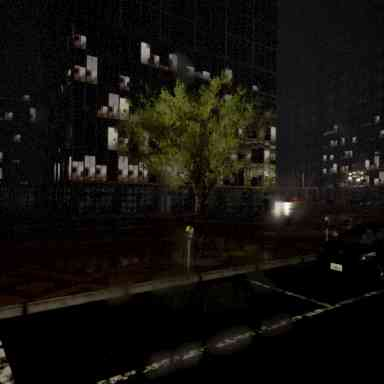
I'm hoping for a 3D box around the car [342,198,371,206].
[{"bbox_3d":[29.631,1.767,59.286,2.008,1.369,4.403,1,-1,-20],"label":"car"}]

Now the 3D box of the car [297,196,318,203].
[{"bbox_3d":[29.322,1.824,83.025,2.192,1.841,5.009,1,-1,-20],"label":"car"}]

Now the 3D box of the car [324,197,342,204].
[{"bbox_3d":[27.708,1.692,64.537,1.967,1.590,4.097,1,-1,-20],"label":"car"}]

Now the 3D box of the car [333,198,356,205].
[{"bbox_3d":[33.171,1.989,72.517,2.008,1.369,4.403,1,-1,-20],"label":"car"}]

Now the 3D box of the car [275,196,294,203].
[{"bbox_3d":[21.931,1.798,80.287,1.967,1.590,4.097,1,-1,-20],"label":"car"}]

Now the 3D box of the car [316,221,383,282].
[{"bbox_3d":[5.555,1.574,9.817,4.313,1.339,1.947,0,1,-34],"label":"car"}]

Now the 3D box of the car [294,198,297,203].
[{"bbox_3d":[27.392,2.127,88.274,1.802,1.307,4.206,1,-1,-20],"label":"car"}]

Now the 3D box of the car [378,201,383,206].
[{"bbox_3d":[36.965,1.893,62.172,1.752,1.417,4.829,1,-1,-20],"label":"car"}]
